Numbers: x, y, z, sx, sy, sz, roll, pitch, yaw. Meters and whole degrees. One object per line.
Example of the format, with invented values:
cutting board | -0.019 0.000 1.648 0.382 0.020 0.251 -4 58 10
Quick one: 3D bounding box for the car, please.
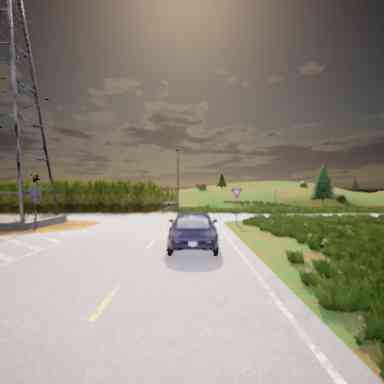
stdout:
car | 0.046 1.499 13.014 1.812 1.442 4.674 0 0 0
